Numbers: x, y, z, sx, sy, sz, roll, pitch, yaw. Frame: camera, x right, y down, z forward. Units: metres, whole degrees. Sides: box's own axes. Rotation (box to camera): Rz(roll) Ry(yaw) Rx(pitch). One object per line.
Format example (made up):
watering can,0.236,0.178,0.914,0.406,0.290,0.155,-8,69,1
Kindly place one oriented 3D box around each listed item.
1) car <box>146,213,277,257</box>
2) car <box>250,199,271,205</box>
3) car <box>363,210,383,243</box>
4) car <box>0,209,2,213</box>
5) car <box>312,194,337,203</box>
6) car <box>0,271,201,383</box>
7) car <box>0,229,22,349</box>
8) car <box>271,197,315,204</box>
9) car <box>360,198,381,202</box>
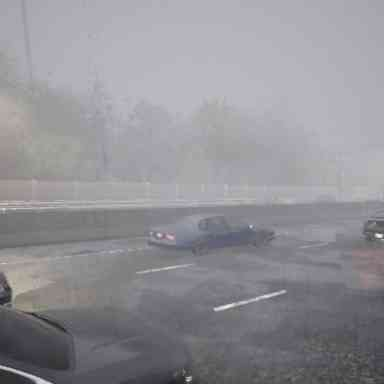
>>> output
car,0.914,1.551,12.999,5.357,1.411,2.033,0,0,-36
car,9.838,1.611,45.378,4.181,1.385,1.994,0,0,-35
car,9.524,1.517,14.840,4.892,1.490,1.837,0,0,-36
car,-14.003,1.492,19.798,4.902,1.511,2.128,0,0,-35
car,18.203,1.289,47.028,5.566,2.045,2.150,0,0,-35
car,-2.170,1.505,2.198,4.892,1.490,1.837,0,0,-36
car,-5.141,1.492,4.381,4.902,1.511,2.128,0,0,-35
car,11.618,1.565,38.050,4.674,1.442,1.812,0,0,-35
car,21.906,1.572,41.080,4.892,1.490,1.837,1,-1,-35
